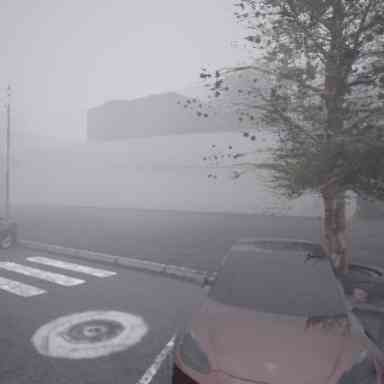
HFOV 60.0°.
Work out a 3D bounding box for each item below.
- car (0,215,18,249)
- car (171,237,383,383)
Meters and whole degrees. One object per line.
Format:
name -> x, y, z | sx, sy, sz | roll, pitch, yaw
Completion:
car -> -8.524, 1.485, 11.873 | 2.163, 1.488, 4.792 | 1, 0, 16
car -> 1.239, 1.515, 4.885 | 2.163, 1.488, 4.792 | 1, 0, 16
